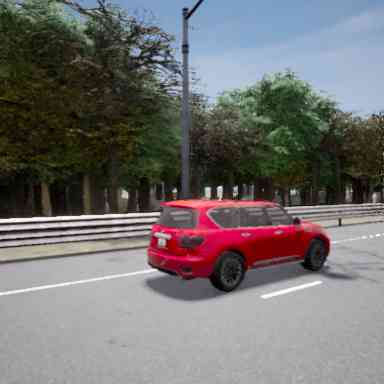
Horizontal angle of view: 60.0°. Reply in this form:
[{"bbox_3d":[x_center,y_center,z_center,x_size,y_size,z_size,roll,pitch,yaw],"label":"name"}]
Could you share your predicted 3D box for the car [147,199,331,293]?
[{"bbox_3d":[1.485,1.222,9.159,5.566,2.045,2.150,0,0,-36],"label":"car"}]
